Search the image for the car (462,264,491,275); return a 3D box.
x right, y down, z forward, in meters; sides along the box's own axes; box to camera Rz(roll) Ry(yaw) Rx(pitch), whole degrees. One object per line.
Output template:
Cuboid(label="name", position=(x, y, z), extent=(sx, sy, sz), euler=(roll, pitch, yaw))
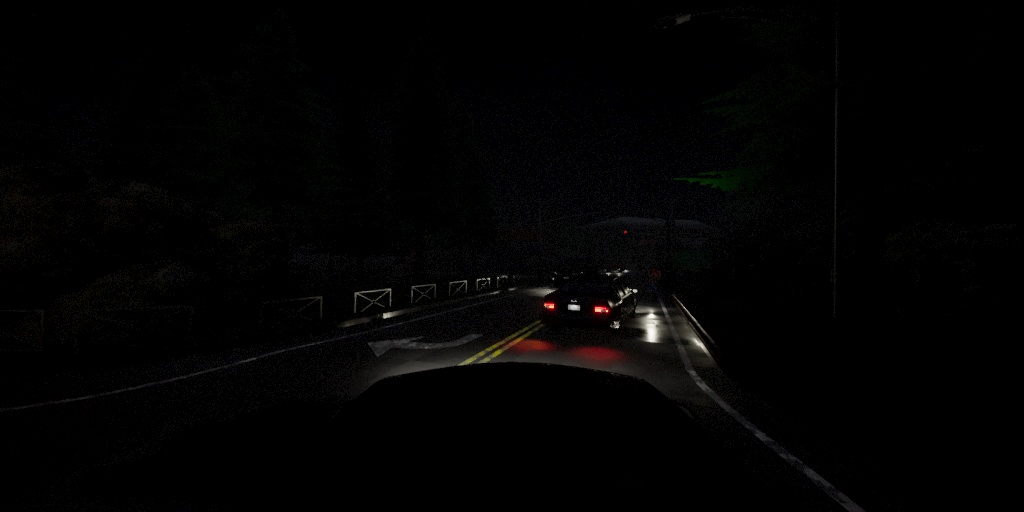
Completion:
Cuboid(label="car", position=(-4.729, 1.671, 44.922), extent=(4.181, 1.385, 1.994), euler=(1, -1, 21))

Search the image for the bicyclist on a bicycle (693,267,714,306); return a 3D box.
Cuboid(label="bicyclist on a bicycle", position=(8.086, 1.303, 15.101), extent=(1.656, 1.620, 0.582), euler=(1, 0, -34))

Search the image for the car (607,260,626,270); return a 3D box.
Cuboid(label="car", position=(17.198, 1.690, 59.775), extent=(2.150, 2.045, 5.566), euler=(1, -1, 21))

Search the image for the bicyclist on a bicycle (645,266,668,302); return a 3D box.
Cuboid(label="bicyclist on a bicycle", position=(6.662, 1.290, 16.505), extent=(1.656, 1.620, 0.582), euler=(1, -1, -31))

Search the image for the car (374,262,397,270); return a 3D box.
Cuboid(label="car", position=(-17.063, 1.514, 49.615), extent=(4.181, 1.385, 1.994), euler=(1, -1, 21))

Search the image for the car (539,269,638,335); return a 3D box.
Cuboid(label="car", position=(2.447, 1.250, 10.358), extent=(2.033, 1.411, 5.357), euler=(1, -1, 25))

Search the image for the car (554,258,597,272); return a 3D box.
Cuboid(label="car", position=(4.604, 1.119, 25.480), extent=(2.150, 2.045, 5.566), euler=(0, -1, 25))
